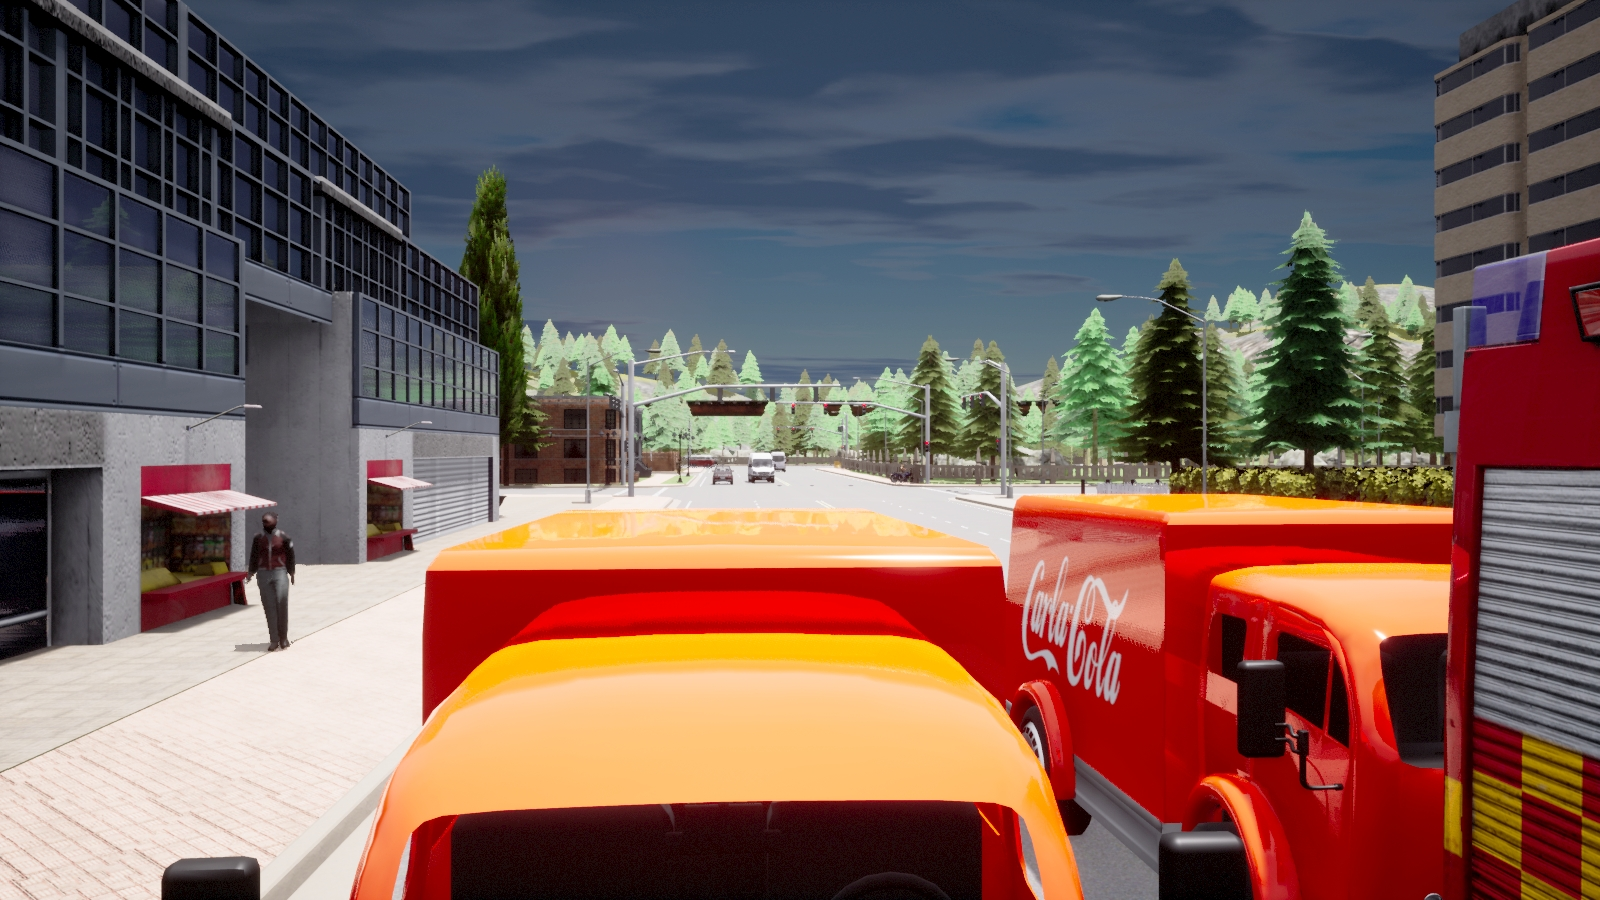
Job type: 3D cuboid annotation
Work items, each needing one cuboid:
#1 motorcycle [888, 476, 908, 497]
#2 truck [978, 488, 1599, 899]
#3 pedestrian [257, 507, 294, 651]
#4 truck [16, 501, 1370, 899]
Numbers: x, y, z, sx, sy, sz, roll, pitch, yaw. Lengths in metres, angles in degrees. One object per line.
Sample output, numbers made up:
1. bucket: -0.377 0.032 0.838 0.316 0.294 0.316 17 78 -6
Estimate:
1. motorcycle: 5.944 2.205 69.519 0.867 1.251 2.209 0 0 -4
2. truck: 3.003 1.568 7.234 2.627 2.467 5.204 0 0 -4
3. pedestrian: -6.955 1.698 15.153 0.375 1.860 0.375 0 0 -11
4. truck: -0.347 1.568 4.821 2.627 2.467 5.204 0 0 -4
